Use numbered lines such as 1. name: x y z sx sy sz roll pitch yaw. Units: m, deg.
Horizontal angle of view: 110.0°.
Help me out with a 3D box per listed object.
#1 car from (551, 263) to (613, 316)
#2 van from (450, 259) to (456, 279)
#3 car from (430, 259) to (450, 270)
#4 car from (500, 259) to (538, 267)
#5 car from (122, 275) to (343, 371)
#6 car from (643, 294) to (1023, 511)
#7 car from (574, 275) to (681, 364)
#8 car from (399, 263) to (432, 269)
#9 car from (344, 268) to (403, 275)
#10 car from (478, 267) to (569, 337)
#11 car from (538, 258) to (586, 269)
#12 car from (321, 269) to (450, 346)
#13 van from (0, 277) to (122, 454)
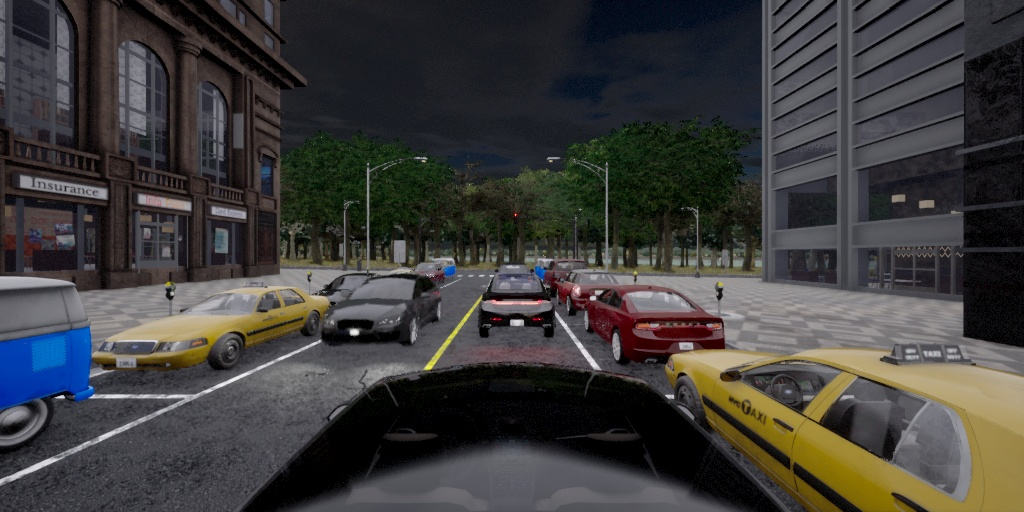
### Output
1. car: 2.780 1.190 13.358 1.967 1.591 4.097 0 0 0
2. van: -5.720 1.094 29.684 1.690 1.789 3.998 0 0 0
3. car: -5.728 1.192 24.246 1.967 1.591 4.097 0 0 0
4. car: 0.128 1.103 19.200 2.097 1.767 4.553 0 0 1
5. car: -5.754 1.275 7.764 1.751 1.417 4.829 0 0 0
6. car: 2.763 1.275 2.653 1.751 1.417 4.829 0 0 0
7. car: 2.771 1.295 7.921 1.888 1.381 4.507 0 0 0
8. car: -5.737 1.277 18.639 1.751 1.417 4.829 0 0 0
9. car: -5.745 1.316 13.371 1.948 1.339 4.313 0 0 0
10. car: 0.113 1.242 10.235 2.128 1.511 4.902 0 0 0
11. car: 2.788 1.066 18.795 2.192 1.841 5.009 0 0 0
12. car: -3.084 1.256 9.460 1.837 1.490 4.892 0 0 0
13. van: -5.762 1.091 2.496 1.690 1.789 3.998 0 0 0
